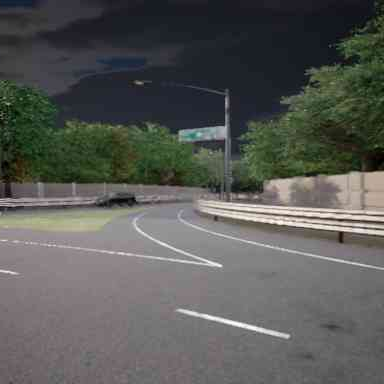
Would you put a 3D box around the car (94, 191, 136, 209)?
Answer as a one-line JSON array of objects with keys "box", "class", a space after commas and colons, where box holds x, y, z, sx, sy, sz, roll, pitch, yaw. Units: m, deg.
[{"box": [-9.632, 0.943, 42.248, 2.150, 2.045, 5.566, 0, 0, 40], "class": "car"}]
